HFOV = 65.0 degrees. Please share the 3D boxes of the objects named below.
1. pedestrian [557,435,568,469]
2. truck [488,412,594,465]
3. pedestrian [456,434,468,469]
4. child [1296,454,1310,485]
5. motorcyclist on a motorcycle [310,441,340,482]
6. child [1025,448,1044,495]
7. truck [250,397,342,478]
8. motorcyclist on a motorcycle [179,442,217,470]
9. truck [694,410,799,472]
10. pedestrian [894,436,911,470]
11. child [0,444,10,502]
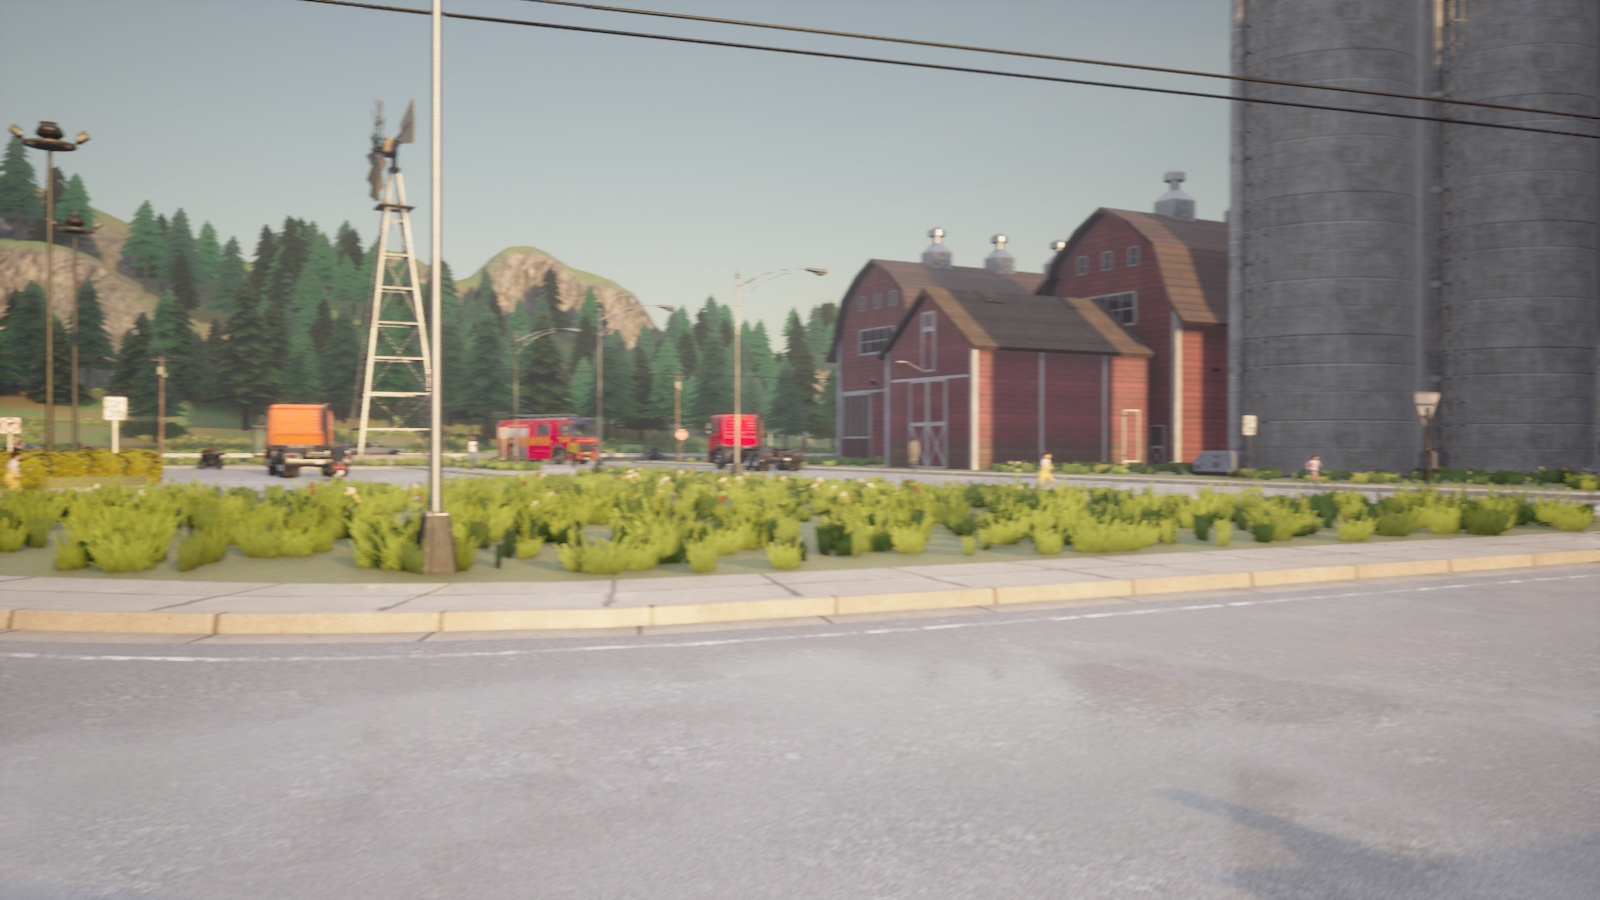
[{"bbox_3d":[-12.882,0.102,68.152,0.370,1.835,0.726,0,0,-29],"label":"pedestrian"},{"bbox_3d":[-19.789,-0.848,95.576,8.468,3.827,2.891,0,0,36],"label":"truck"},{"bbox_3d":[-17.566,0.085,65.254,0.354,1.836,0.706,0,0,-38],"label":"pedestrian"},{"bbox_3d":[18.141,0.706,45.328,0.255,1.110,0.394,0,0,-26],"label":"child"},{"bbox_3d":[-18.506,0.442,48.952,0.866,1.590,1.817,0,0,-28],"label":"motorcyclist on a motorcycle"},{"bbox_3d":[6.405,0.591,34.296,0.270,1.263,0.437,0,0,-44],"label":"child"},{"bbox_3d":[-23.086,-0.544,57.256,2.891,3.462,7.936,0,0,-29],"label":"truck"},{"bbox_3d":[-33.950,0.321,70.820,2.044,1.523,0.797,0,0,23],"label":"motorcyclist on a motorcycle"},{"bbox_3d":[-3.311,-0.515,74.897,2.891,3.462,7.936,0,0,-30],"label":"truck"},{"bbox_3d":[5.799,0.170,71.205,0.659,1.952,0.873,0,0,-17],"label":"pedestrian"},{"bbox_3d":[-17.590,0.504,27.471,0.270,1.263,0.437,0,0,30],"label":"child"}]
